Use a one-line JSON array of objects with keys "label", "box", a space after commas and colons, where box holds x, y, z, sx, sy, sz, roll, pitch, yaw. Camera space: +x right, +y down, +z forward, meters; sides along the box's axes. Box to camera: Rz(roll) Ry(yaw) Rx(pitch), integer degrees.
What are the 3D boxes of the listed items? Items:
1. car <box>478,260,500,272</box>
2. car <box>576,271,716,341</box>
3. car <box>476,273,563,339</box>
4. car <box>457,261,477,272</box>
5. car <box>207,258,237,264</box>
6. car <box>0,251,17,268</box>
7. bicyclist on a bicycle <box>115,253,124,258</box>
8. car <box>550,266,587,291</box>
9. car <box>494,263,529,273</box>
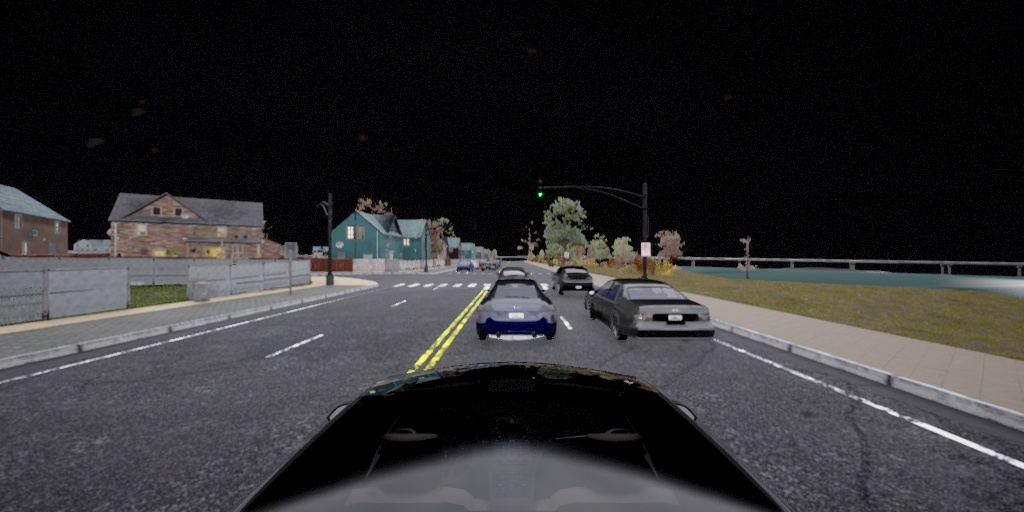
[{"label": "car", "box": [-3.257, 1.512, 51.494, 1.994, 1.385, 4.181, 0, 0, 1]}, {"label": "car", "box": [3.364, 1.326, 9.899, 2.033, 1.411, 5.357, 0, 0, 0]}, {"label": "car", "box": [0.112, 1.343, 10.241, 1.994, 1.385, 4.181, 0, 0, 0]}, {"label": "car", "box": [-6.518, 1.420, 50.235, 1.882, 1.535, 5.008, 0, 0, 1]}, {"label": "car", "box": [-20.990, 0.934, 25.919, 4.902, 1.511, 2.128, 1, -1, -35]}, {"label": "car", "box": [-29.690, 0.475, 19.756, 5.566, 2.045, 2.150, 1, -1, -35]}, {"label": "bicyclist on a bicycle", "box": [-29.577, 0.630, 27.024, 0.582, 1.620, 1.656, 1, 0, -35]}, {"label": "car", "box": [3.378, 1.323, 20.606, 1.837, 1.490, 4.892, 0, 0, 0]}, {"label": "car", "box": [0.068, 1.340, 20.269, 1.812, 1.442, 4.674, 0, 0, -1]}]
